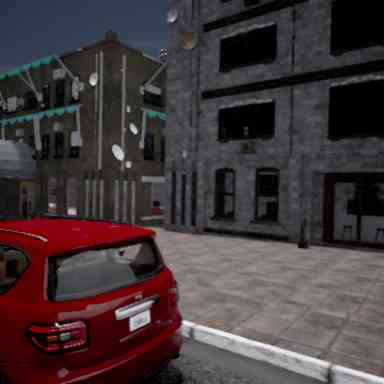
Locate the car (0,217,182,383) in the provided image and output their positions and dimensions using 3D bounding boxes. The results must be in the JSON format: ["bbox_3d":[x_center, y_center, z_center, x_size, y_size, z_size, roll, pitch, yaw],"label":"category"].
[{"bbox_3d":[-2.437,1.282,4.555,5.009,1.841,2.192,1,1,36],"label":"car"}]
